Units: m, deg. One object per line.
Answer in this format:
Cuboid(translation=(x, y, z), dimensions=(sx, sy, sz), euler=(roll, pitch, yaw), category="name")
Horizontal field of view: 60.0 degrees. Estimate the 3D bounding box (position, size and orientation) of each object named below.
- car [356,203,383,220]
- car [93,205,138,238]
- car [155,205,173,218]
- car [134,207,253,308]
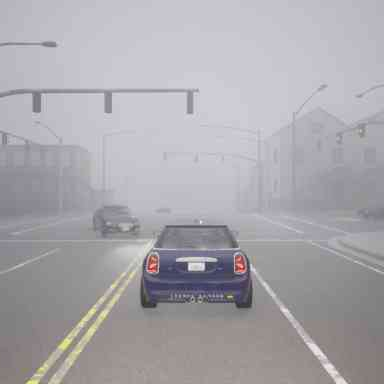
Cuboid(translation=(16.633, 1.547, 27.651), dimensions=(5.357, 1.411, 2.033), euler=(0, 0, -1), category="car")
Cuboid(translation=(-4.138, 1.481, 18.009), dimensions=(2.128, 1.511, 4.902), euler=(1, 0, -25), category="car")
Cuboid(translation=(-3.551, 2.570, 42.552), dimensions=(1.895, 1.301, 4.718), euler=(0, -8, 0), category="car")
Cuboid(translation=(0.094, 1.352, 8.068), dimensions=(2.097, 1.767, 4.553), euler=(0, 0, 0), category="car")
